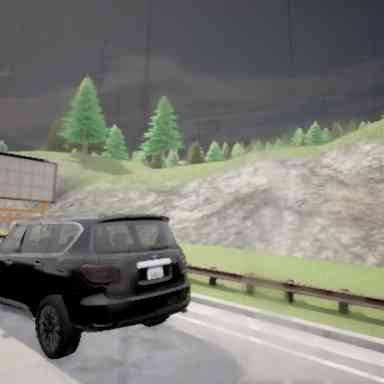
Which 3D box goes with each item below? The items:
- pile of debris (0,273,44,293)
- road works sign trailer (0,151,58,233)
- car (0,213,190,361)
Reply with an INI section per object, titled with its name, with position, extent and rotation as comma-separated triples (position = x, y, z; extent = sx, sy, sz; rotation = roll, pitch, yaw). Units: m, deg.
[pile of debris]
position = -5.292, 2.485, 8.971
extent = 1.500, 0.140, 1.860
rotation = -1, -3, 33
[road works sign trailer]
position = -5.427, 0.650, 9.876
extent = 2.380, 3.560, 2.880
rotation = 9, -11, -40
[car]
position = -2.552, 1.519, 6.696
extent = 5.566, 2.045, 2.150
rotation = -6, -7, 41
